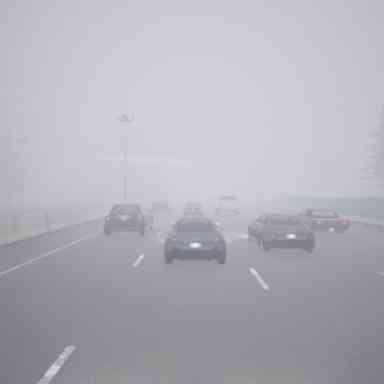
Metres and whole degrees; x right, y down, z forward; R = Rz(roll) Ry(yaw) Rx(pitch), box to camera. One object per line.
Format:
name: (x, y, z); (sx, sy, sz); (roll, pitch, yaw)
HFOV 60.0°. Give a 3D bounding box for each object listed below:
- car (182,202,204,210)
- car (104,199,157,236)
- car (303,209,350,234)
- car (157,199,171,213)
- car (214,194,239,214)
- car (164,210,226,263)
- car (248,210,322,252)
car: (0.096, 1.574, 30.354); (2.033, 1.411, 5.357); (0, 0, 0)
car: (-3.402, 1.367, 18.729); (2.097, 1.767, 4.553); (0, 0, 0)
car: (7.098, 1.617, 19.141); (1.895, 1.301, 4.718); (0, 0, 0)
car: (-3.404, 1.511, 37.470); (1.882, 1.535, 5.008); (0, 0, 0)
car: (3.595, 1.252, 35.275); (2.150, 2.045, 5.566); (0, 0, 0)
car: (0.099, 1.573, 11.987); (1.994, 1.385, 4.181); (0, 0, 0)
car: (3.599, 1.575, 14.047); (1.994, 1.385, 4.181); (0, 0, 0)
